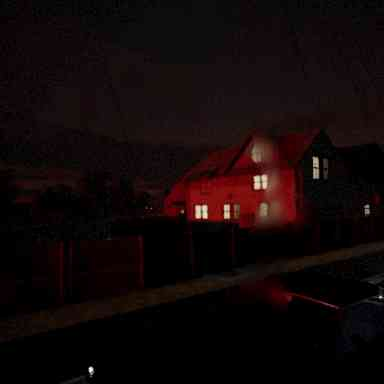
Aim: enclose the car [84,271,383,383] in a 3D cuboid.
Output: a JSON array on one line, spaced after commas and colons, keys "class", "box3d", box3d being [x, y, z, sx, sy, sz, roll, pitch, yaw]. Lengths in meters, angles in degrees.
[{"class": "car", "box3d": [1.173, 1.765, 3.917, 4.718, 1.301, 1.895, 0, -3, -38]}]
